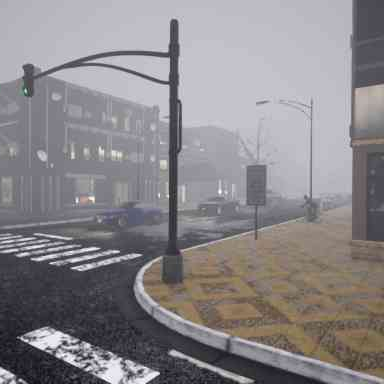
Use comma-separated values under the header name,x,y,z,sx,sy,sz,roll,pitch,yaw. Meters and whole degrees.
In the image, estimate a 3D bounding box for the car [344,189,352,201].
name,x,y,z,sx,sy,sz,roll,pitch,yaw
car,25.481,0.619,51.641,1.887,1.381,4.507,2,2,35

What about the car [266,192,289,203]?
name,x,y,z,sx,sy,sz,roll,pitch,yaw
car,12.170,0.767,47.203,1.802,1.307,4.206,2,2,35

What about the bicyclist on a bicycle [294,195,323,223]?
name,x,y,z,sx,sy,sz,roll,pitch,yaw
bicyclist on a bicycle,6.830,1.003,19.562,1.656,1.620,0.582,0,1,35

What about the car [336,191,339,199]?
name,x,y,z,sx,sy,sz,roll,pitch,yaw
car,18.598,0.788,46.274,1.895,1.301,4.718,1,1,35

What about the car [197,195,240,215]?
name,x,y,z,sx,sy,sz,roll,pitch,yaw
car,2.350,1.028,28.437,1.882,1.535,5.008,1,1,35

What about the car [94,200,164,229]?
name,x,y,z,sx,sy,sz,roll,pitch,yaw
car,-3.600,1.248,19.843,1.812,1.442,4.674,1,1,37

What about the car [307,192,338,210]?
name,x,y,z,sx,sy,sz,roll,pitch,yaw
car,12.711,0.993,33.029,2.008,1.369,4.403,2,2,35

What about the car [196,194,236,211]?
name,x,y,z,sx,sy,sz,roll,pitch,yaw
car,2.450,1.011,33.340,2.008,1.369,4.403,2,2,35

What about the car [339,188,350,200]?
name,x,y,z,sx,sy,sz,roll,pitch,yaw
car,24.284,0.572,54.508,2.033,1.411,5.357,1,1,36

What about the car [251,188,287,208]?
name,x,y,z,sx,sy,sz,roll,pitch,yaw
car,8.369,0.600,37.105,2.150,2.045,5.566,1,1,35
